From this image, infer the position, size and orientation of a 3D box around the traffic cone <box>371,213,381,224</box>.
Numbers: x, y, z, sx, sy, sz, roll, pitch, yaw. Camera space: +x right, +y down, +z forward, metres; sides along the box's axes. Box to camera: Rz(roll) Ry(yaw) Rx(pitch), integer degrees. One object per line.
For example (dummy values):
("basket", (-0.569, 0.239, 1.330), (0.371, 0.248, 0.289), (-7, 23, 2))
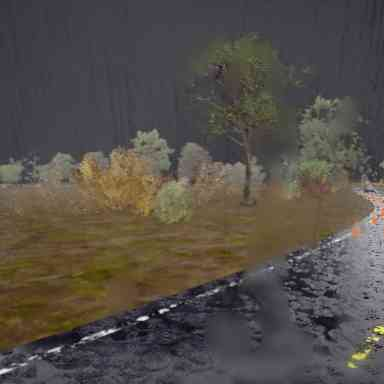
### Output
("traffic cone", (9.966, 1.460, 18.190), (0.340, 0.580, 0.340), (1, 2, 35))

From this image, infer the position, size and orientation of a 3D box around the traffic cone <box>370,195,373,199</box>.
("traffic cone", (24.127, 0.783, 43.944), (0.340, 0.580, 0.340), (1, 2, 24))

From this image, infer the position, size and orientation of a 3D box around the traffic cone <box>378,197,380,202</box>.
("traffic cone", (20.011, 1.016, 34.961), (0.340, 0.580, 0.340), (1, 2, 26))

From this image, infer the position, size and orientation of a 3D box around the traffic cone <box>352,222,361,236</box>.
("traffic cone", (7.051, 1.566, 14.262), (0.340, 0.580, 0.340), (1, 2, 38))

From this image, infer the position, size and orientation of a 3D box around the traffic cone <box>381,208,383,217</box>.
("traffic cone", (12.724, 1.352, 22.231), (0.340, 0.580, 0.340), (1, 2, 33))

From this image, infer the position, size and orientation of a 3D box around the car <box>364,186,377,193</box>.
("car", (40.134, -0.497, 74.923), (1.882, 1.535, 5.008), (0, 1, 17))
